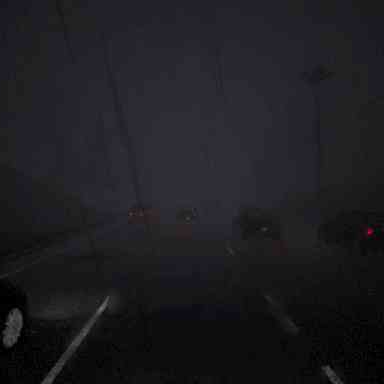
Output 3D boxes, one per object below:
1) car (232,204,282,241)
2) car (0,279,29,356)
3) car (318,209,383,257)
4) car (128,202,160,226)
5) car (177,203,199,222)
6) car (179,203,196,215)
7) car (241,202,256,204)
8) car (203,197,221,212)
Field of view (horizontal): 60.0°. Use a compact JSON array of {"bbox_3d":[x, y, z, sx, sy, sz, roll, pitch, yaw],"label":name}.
[{"bbox_3d":[3.339,1.654,17.833,1.882,1.535,5.008,0,-1,-1],"label":"car"},{"bbox_3d":[-3.483,1.577,3.327,1.837,1.490,4.892,0,0,0],"label":"car"},{"bbox_3d":[6.897,1.448,13.582,2.097,1.767,4.553,0,-1,-1],"label":"car"},{"bbox_3d":[-3.825,1.694,26.994,2.097,1.767,4.553,0,-1,-1],"label":"car"},{"bbox_3d":[-0.376,1.950,30.155,1.895,1.301,4.718,0,-1,-1],"label":"car"},{"bbox_3d":[-0.578,2.083,41.606,1.895,1.301,4.718,0,-1,-1],"label":"car"},{"bbox_3d":[6.478,1.877,38.459,2.128,1.511,4.902,0,-1,-1],"label":"car"},{"bbox_3d":[2.828,1.731,46.718,2.150,2.045,5.566,0,-1,-1],"label":"car"}]
